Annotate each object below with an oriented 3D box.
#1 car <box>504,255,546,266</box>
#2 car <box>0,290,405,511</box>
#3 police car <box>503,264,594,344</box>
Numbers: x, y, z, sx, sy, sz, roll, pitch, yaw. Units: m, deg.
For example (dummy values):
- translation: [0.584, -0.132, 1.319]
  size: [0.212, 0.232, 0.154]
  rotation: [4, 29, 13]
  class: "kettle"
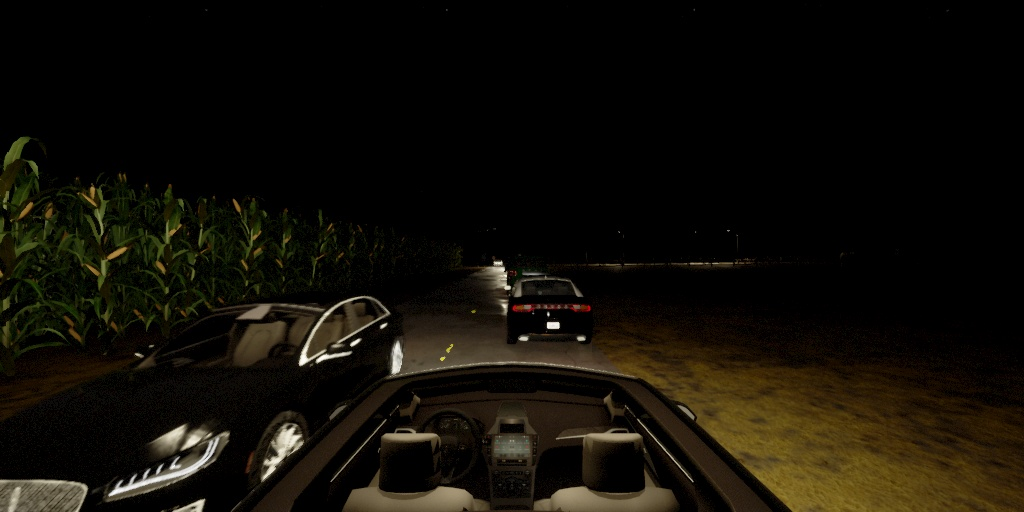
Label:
- translation: [0.807, 0.995, 19.631]
  size: [2.150, 2.045, 5.566]
  rotation: [0, 0, 0]
  class: "car"
- translation: [-2.750, 1.254, 4.372]
  size: [1.837, 1.490, 4.892]
  rotation: [0, 0, 0]
  class: "car"
- translation: [0.817, 1.179, 9.709]
  size: [1.930, 1.638, 5.238]
  rotation: [0, 0, 0]
  class: "police car"
